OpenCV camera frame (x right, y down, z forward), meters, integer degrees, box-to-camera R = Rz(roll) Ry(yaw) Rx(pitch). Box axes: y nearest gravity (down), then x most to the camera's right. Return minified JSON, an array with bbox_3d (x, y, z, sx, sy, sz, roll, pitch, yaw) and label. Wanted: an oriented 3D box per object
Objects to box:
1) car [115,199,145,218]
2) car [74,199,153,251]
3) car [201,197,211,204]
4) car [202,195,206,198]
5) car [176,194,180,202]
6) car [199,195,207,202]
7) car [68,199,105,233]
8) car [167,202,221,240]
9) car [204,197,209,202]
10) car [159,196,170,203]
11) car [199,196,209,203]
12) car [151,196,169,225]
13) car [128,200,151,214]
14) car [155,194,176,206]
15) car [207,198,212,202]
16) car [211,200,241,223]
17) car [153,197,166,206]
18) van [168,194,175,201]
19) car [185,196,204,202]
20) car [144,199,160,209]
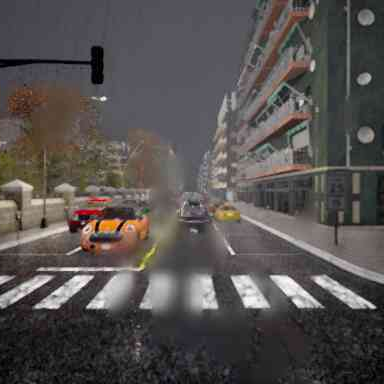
[{"bbox_3d":[-5.695,1.472,31.053,1.967,1.590,4.097,0,0,0],"label":"car"},{"bbox_3d":[-3.065,1.364,14.050,2.097,1.767,4.553,0,0,-1],"label":"car"},{"bbox_3d":[2.684,1.625,64.265,1.887,1.381,4.507,0,0,0],"label":"car"},{"bbox_3d":[2.684,1.616,58.730,1.887,1.381,4.507,0,0,0],"label":"car"},{"bbox_3d":[-3.002,1.333,49.862,2.150,2.045,5.566,0,0,0],"label":"car"},{"bbox_3d":[2.683,1.549,80.870,1.967,1.590,4.097,0,0,0],"label":"car"},{"bbox_3d":[-5.695,1.334,19.982,2.192,1.841,5.009,0,0,0],"label":"car"},{"bbox_3d":[0.097,1.507,16.946,2.128,1.511,4.902,0,0,0],"label":"car"},{"bbox_3d":[2.685,1.590,36.589,2.008,1.369,4.403,0,0,0],"label":"car"},{"bbox_3d":[-5.697,1.614,69.629,1.752,1.417,4.829,0,0,0],"label":"car"},{"bbox_3d":[2.684,1.665,75.336,1.947,1.339,4.313,0,0,0],"label":"car"},{"bbox_3d":[-3.092,1.375,24.139,2.097,1.767,4.553,0,0,0],"label":"car"},{"bbox_3d":[-5.695,1.584,36.588,1.887,1.381,4.507,0,0,0],"label":"car"},{"bbox_3d":[-3.086,1.258,34.838,2.150,2.045,5.566,0,0,-1],"label":"car"},{"bbox_3d":[2.685,1.577,31.053,1.887,1.381,4.507,0,0,0],"label":"car"},{"bbox_3d":[2.686,1.550,25.688,1.752,1.417,4.829,0,0,0],"label":"car"},{"bbox_3d":[-5.696,1.653,58.729,1.802,1.307,4.206,0,0,0],"label":"car"},{"bbox_3d":[-5.699,1.471,91.939,1.690,1.788,3.998,0,0,0],"label":"van"},{"bbox_3d":[0.098,1.540,43.838,2.128,1.511,4.902,0,0,0],"label":"car"},{"bbox_3d":[-5.696,1.637,47.658,1.802,1.307,4.206,0,0,0],"label":"car"}]
